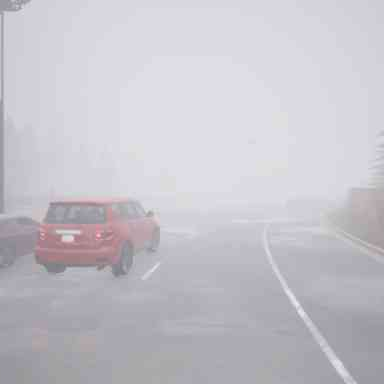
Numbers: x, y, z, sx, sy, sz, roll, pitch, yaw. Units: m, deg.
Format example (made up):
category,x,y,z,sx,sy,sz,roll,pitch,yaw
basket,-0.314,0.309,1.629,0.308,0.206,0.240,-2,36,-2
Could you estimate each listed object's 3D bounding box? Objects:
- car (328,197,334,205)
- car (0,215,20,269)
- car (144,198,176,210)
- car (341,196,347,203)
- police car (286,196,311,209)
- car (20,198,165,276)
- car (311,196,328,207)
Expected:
category,x,y,z,sx,sy,sz,roll,pitch,yaw
car,22.334,1.450,55.867,1.801,1.575,5.366,0,0,41
car,-6.007,1.465,10.870,1.812,1.442,4.674,0,0,7
car,-4.043,1.475,42.656,1.895,1.301,4.718,0,0,26
car,31.704,1.436,66.749,4.181,1.385,1.994,0,0,-38
police car,14.080,1.400,44.610,1.930,1.638,5.238,0,0,32
car,-2.577,1.181,10.441,2.150,2.045,5.566,0,0,7
car,18.914,1.336,51.650,2.097,1.767,4.553,0,0,37
